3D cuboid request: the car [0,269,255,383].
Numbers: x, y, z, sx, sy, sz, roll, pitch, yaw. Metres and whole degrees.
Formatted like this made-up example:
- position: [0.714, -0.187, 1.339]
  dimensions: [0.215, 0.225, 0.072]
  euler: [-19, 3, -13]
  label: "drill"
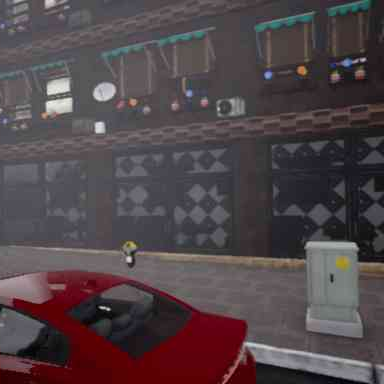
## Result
- position: [-1.643, 1.517, 3.412]
  dimensions: [4.507, 1.381, 1.887]
  euler: [0, -1, 22]
  label: "car"
